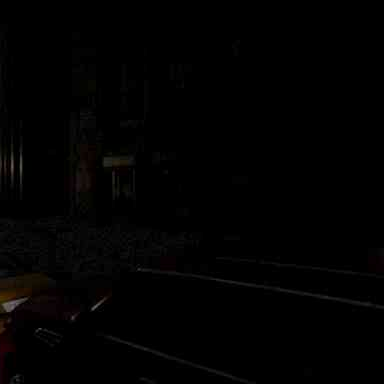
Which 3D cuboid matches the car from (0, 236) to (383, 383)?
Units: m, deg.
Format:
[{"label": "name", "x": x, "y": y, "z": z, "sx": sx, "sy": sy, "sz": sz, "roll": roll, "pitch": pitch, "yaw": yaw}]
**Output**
[{"label": "car", "x": 0.433, "y": 1.316, "z": 2.655, "sx": 5.009, "sy": 1.841, "sz": 2.192, "roll": 0, "pitch": 0, "yaw": 35}]
